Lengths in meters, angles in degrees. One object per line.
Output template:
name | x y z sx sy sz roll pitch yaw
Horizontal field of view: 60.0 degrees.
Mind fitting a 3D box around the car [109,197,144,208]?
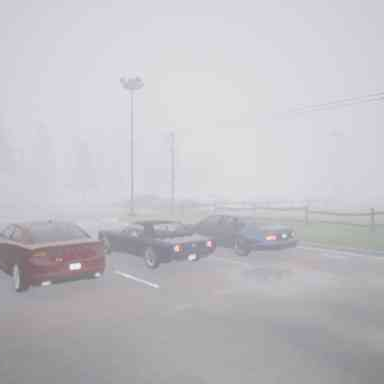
car | -9.944 1.508 50.605 5.008 1.535 1.882 0 0 -42

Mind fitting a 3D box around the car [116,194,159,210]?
car | -6.668 1.246 44.152 5.566 2.045 2.150 0 0 -42

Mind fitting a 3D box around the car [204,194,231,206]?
car | 4.476 1.507 53.889 5.008 1.535 1.882 0 0 -41

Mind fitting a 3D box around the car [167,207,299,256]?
car | 1.502 1.555 13.294 2.033 1.411 5.357 0 0 -41

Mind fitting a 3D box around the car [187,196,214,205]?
car | 1.542 1.539 60.593 4.892 1.490 1.837 0 0 -41

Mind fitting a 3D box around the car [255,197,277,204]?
car | 15.037 1.630 67.551 4.718 1.301 1.895 0 0 -41

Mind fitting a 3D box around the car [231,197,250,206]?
car | 8.915 1.553 53.103 4.674 1.442 1.812 0 0 -41

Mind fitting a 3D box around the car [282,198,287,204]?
car | 16.142 1.580 63.918 5.357 1.411 2.033 0 0 -40

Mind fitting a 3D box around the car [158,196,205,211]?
car | -1.173 1.500 39.674 5.008 1.535 1.882 0 0 -42

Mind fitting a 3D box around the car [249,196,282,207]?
car | 11.218 1.590 50.471 4.181 1.385 1.994 0 0 -41

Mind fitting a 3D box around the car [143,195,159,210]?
car | -3.339 1.529 42.434 4.892 1.490 1.837 0 0 -42

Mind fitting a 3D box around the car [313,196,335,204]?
car | 25.705 1.523 62.922 4.902 1.511 2.128 0 0 -41

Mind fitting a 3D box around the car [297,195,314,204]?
car | 22.347 1.383 64.635 4.553 1.767 2.097 0 0 -41

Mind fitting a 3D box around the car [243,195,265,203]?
car | 13.204 1.515 70.594 5.008 1.535 1.882 0 0 -41

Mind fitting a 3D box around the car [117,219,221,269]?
car | -1.451 1.608 11.355 1.895 1.301 4.718 0 0 -41

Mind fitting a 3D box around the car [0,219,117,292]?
car | -4.189 1.484 9.165 1.882 1.535 5.008 0 0 -41

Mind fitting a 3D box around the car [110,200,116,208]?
car | -8.976 1.506 46.783 5.008 1.535 1.882 0 0 -42
